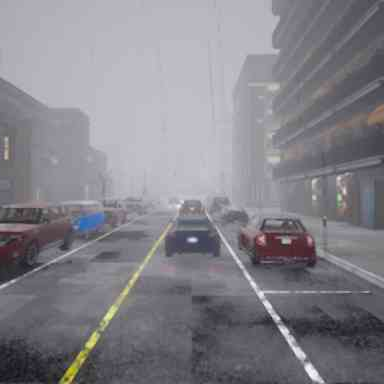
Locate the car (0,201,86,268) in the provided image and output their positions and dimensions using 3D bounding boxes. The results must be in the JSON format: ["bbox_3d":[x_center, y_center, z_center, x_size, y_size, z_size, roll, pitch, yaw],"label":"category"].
[{"bbox_3d":[-5.671,1.317,11.475,2.192,1.841,5.009,1,0,0],"label":"car"}]

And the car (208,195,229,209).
[{"bbox_3d":[2.710,1.317,33.095,2.192,1.841,5.009,1,0,0],"label":"car"}]

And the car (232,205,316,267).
[{"bbox_3d":[2.706,1.442,11.467,1.967,1.590,4.097,1,0,0],"label":"car"}]

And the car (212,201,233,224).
[{"bbox_3d":[2.705,1.553,22.281,2.008,1.369,4.403,1,0,0],"label":"car"}]

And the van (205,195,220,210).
[{"bbox_3d":[2.710,1.343,43.910,1.690,1.788,3.998,1,0,0],"label":"van"}]

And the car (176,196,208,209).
[{"bbox_3d":[0.043,1.354,27.865,2.097,1.767,4.553,0,0,1],"label":"car"}]

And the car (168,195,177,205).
[{"bbox_3d":[-3.043,1.508,57.715,1.837,1.490,4.892,0,0,1],"label":"car"}]

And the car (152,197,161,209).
[{"bbox_3d":[-5.671,1.442,43.918,1.967,1.590,4.097,1,0,0],"label":"car"}]

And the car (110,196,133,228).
[{"bbox_3d":[-5.670,1.317,22.289,2.192,1.841,5.009,1,0,0],"label":"car"}]

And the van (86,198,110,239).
[{"bbox_3d":[-5.671,1.343,16.882,1.690,1.788,3.998,1,0,0],"label":"van"}]

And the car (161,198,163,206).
[{"bbox_3d":[-5.674,1.552,54.732,2.008,1.369,4.403,1,0,0],"label":"car"}]

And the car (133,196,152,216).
[{"bbox_3d":[-5.670,1.317,33.103,2.192,1.841,5.009,1,0,0],"label":"car"}]

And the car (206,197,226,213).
[{"bbox_3d":[2.708,1.442,38.503,1.967,1.590,4.097,1,0,0],"label":"car"}]

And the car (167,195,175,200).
[{"bbox_3d":[-5.747,1.543,92.688,1.887,1.381,4.507,1,0,0],"label":"car"}]

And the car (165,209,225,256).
[{"bbox_3d":[0.043,1.567,13.084,1.994,1.385,4.181,0,0,1],"label":"car"}]
